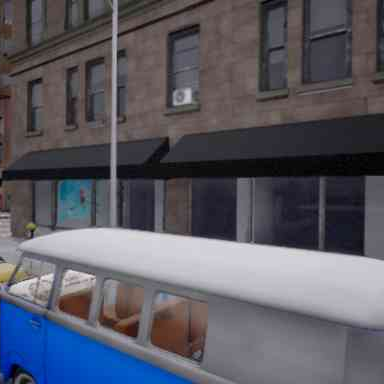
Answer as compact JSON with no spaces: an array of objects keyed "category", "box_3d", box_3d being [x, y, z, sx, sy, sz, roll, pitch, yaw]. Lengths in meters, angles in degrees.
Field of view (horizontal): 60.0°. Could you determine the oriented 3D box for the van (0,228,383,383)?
[{"category":"van","box_3d":[-0.170,1.318,2.969,3.998,1.788,1.690,1,1,35]}]
